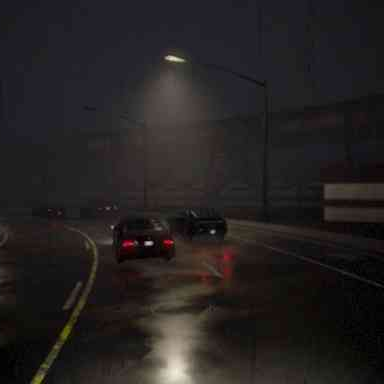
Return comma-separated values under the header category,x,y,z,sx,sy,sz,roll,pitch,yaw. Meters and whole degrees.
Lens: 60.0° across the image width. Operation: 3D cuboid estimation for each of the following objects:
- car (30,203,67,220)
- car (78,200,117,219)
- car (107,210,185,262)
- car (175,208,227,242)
category,x,y,z,sx,sy,sz,roll,pitch,yaw
car,-13.238,1.703,30.679,4.674,1.442,1.812,0,0,44
car,-8.919,1.511,31.183,2.097,1.767,4.553,0,0,-42
car,-1.972,1.604,12.413,2.033,1.411,5.357,0,0,-16
car,0.081,1.555,16.957,2.128,1.511,4.902,0,0,-20
